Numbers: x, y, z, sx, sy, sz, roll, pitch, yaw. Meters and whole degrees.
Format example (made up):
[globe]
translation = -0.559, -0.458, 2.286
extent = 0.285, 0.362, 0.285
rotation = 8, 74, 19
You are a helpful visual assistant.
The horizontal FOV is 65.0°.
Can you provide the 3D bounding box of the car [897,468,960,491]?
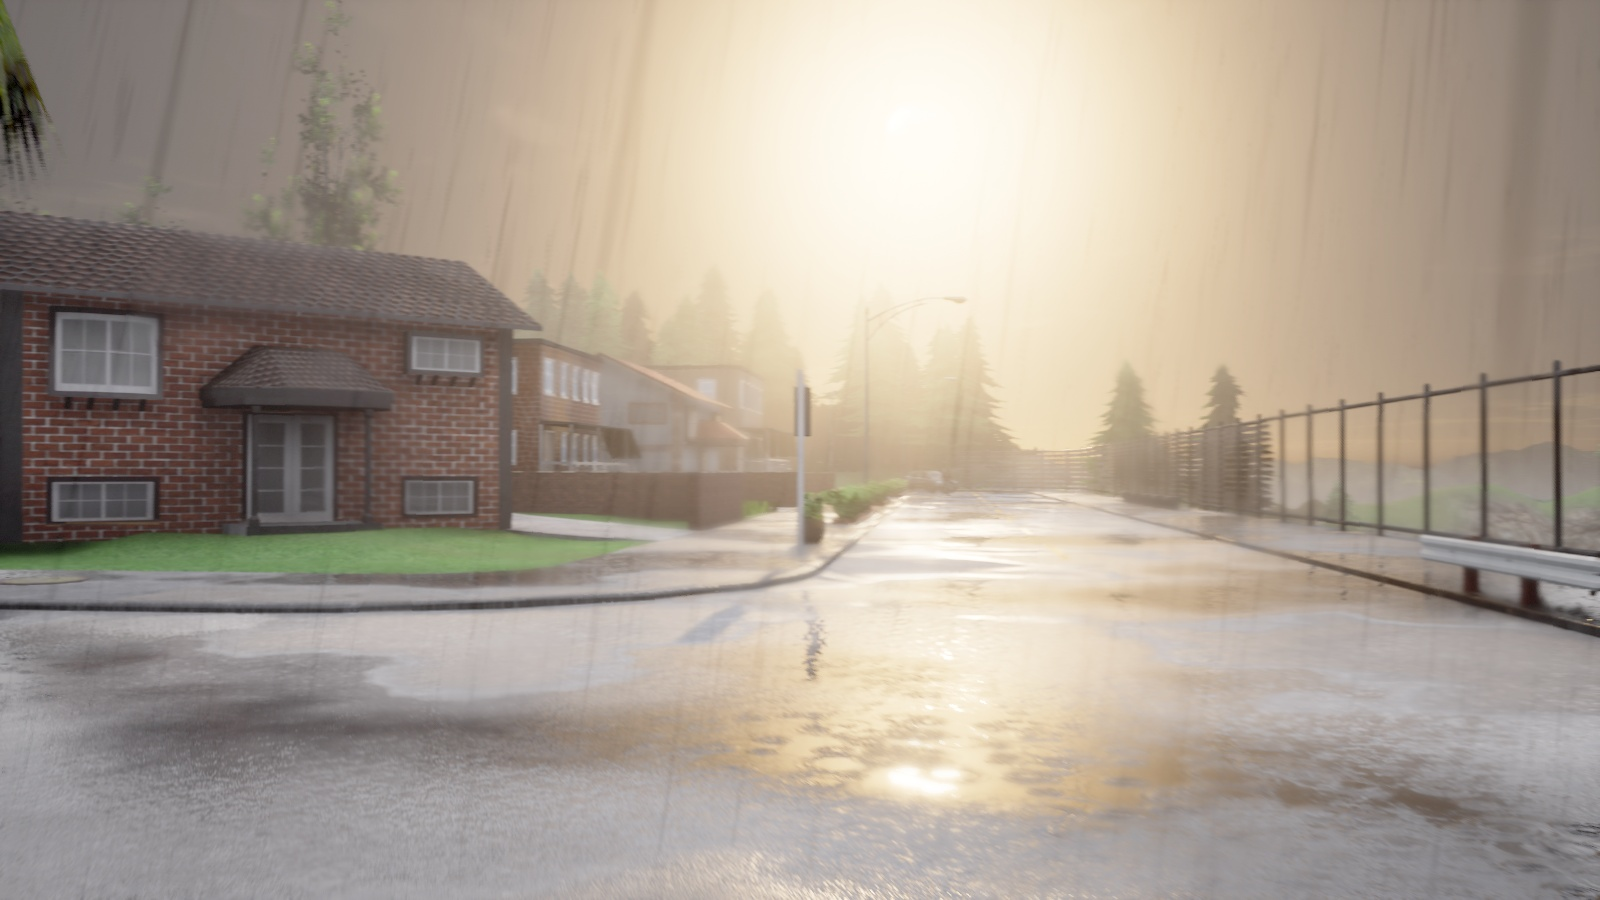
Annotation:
[car]
translation = 9.513, 2.173, 93.049
extent = 2.242, 1.667, 4.611
rotation = 1, -1, -33
